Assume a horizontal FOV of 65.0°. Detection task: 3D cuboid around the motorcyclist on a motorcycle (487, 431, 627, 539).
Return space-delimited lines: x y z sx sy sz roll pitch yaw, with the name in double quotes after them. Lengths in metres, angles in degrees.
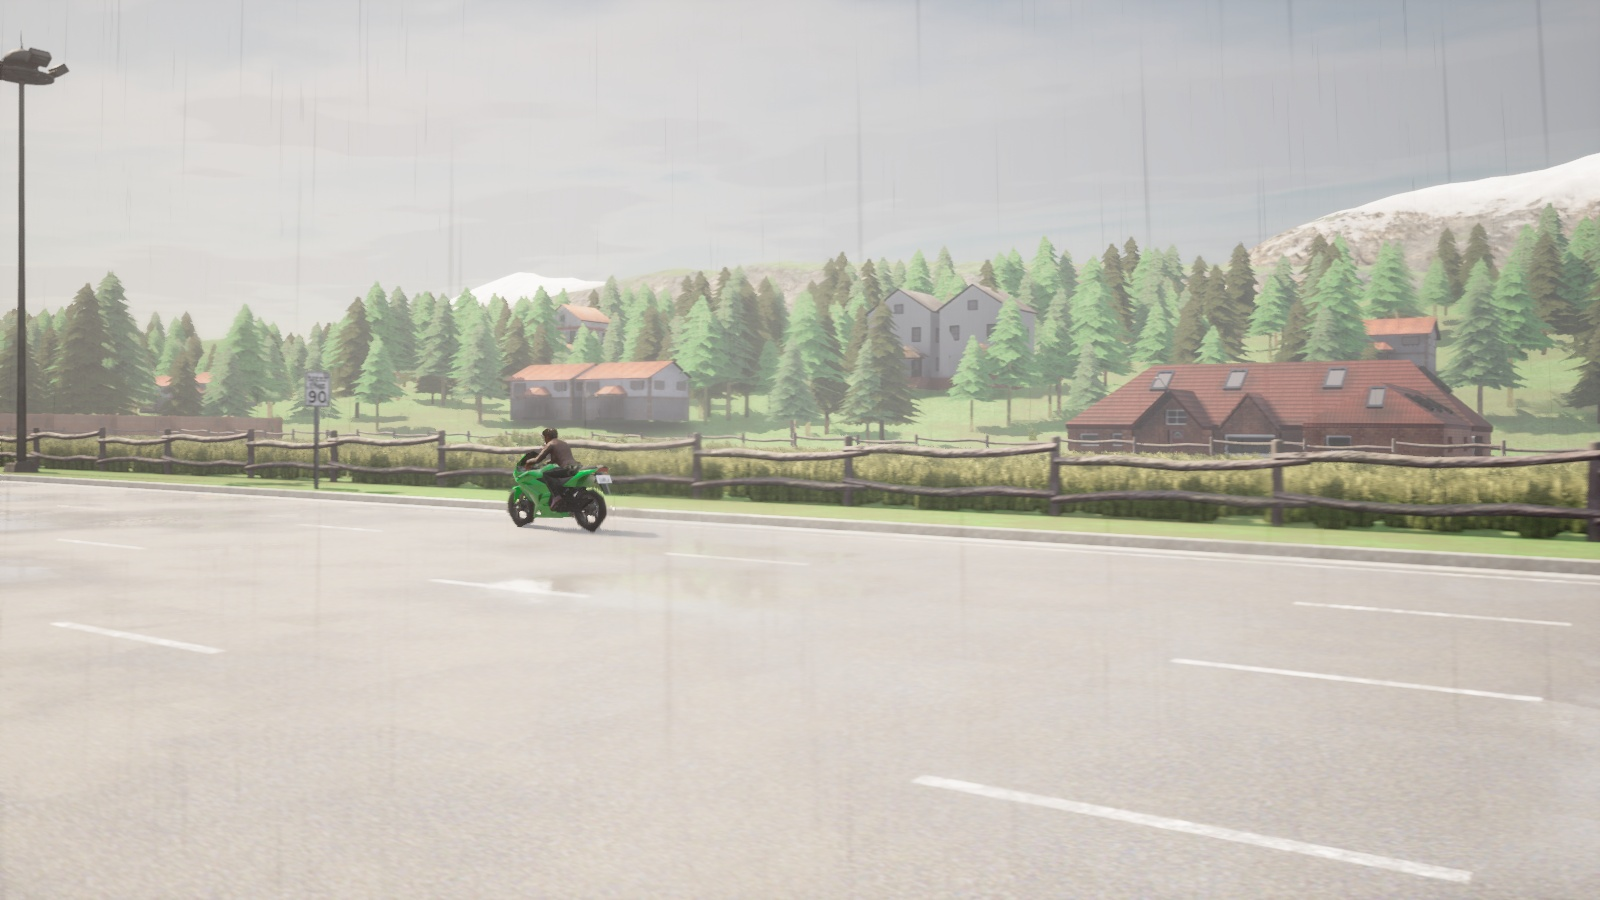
-3.614 0.492 18.629 2.044 1.523 0.797 0 1 34 "motorcyclist on a motorcycle"
